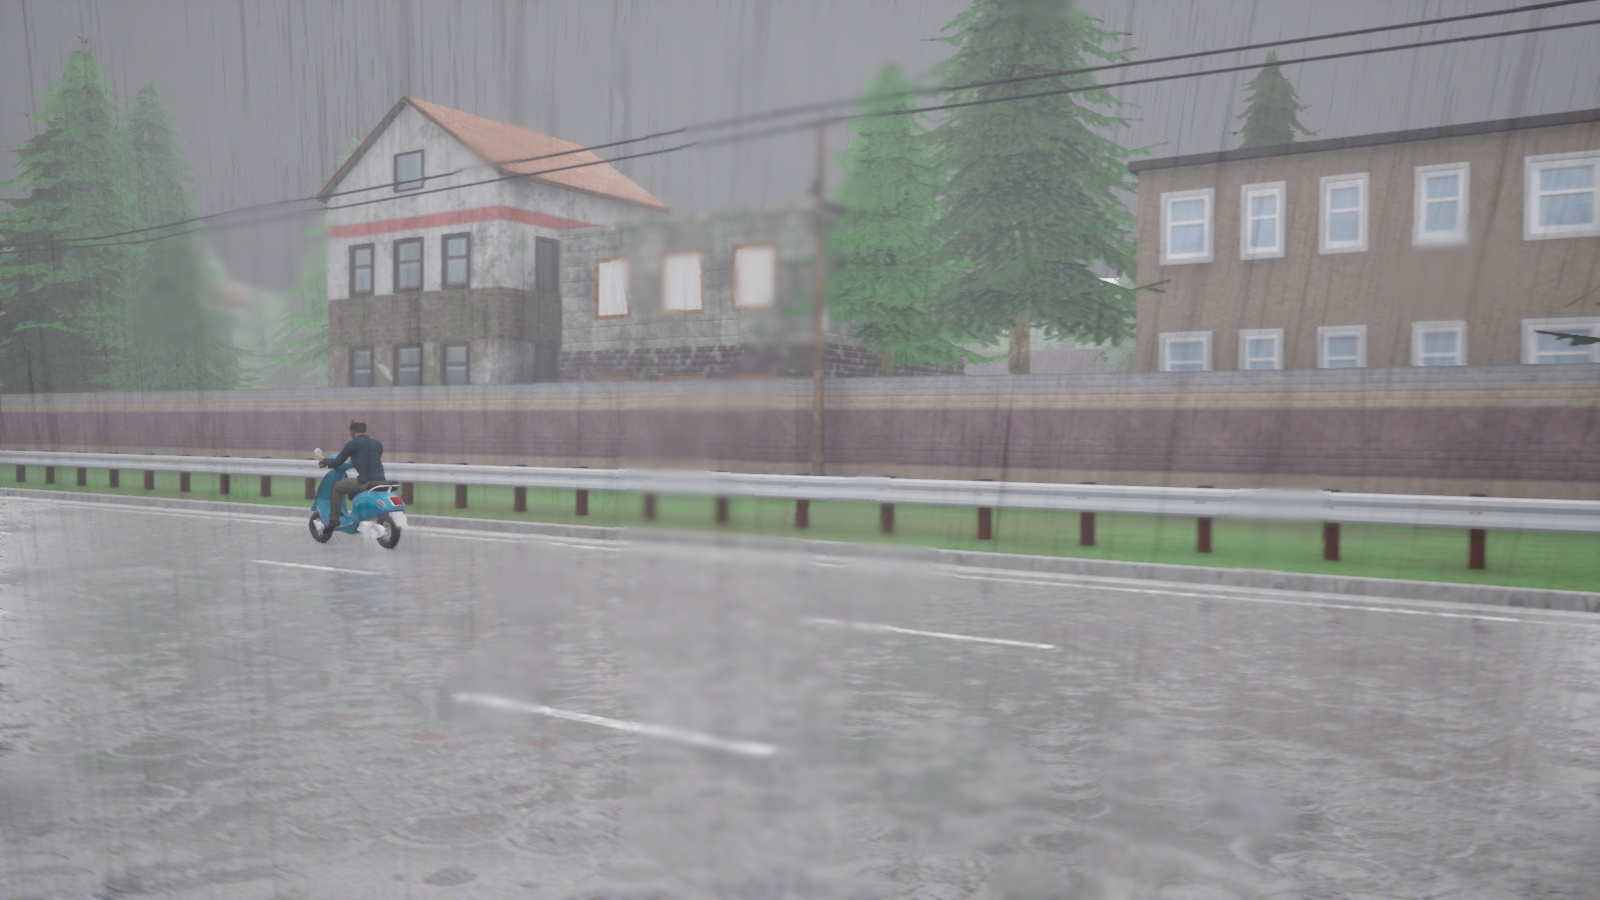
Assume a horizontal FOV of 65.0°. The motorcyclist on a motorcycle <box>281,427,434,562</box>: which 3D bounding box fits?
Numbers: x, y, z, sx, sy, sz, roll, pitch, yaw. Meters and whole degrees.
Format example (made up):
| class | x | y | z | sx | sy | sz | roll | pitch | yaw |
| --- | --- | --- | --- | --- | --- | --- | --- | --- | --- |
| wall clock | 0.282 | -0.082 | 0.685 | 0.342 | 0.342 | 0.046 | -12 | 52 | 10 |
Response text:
| class | x | y | z | sx | sy | sz | roll | pitch | yaw |
| --- | --- | --- | --- | --- | --- | --- | --- | --- | --- |
| motorcyclist on a motorcycle | -5.537 | 0.521 | 15.705 | 1.817 | 1.590 | 0.866 | 0 | 1 | 34 |
